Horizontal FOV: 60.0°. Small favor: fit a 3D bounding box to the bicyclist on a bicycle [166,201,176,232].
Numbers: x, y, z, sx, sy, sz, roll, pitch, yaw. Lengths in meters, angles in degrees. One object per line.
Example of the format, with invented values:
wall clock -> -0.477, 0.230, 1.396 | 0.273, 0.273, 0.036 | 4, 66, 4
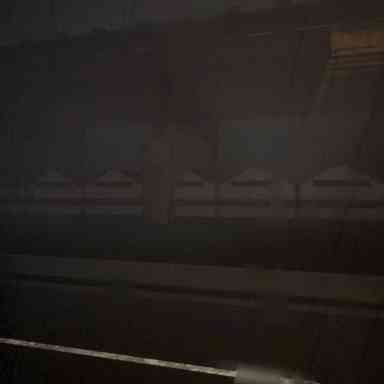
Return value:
bicyclist on a bicycle -> -1.128, 1.278, 17.857 | 0.582, 1.620, 1.656 | 0, 2, -11
